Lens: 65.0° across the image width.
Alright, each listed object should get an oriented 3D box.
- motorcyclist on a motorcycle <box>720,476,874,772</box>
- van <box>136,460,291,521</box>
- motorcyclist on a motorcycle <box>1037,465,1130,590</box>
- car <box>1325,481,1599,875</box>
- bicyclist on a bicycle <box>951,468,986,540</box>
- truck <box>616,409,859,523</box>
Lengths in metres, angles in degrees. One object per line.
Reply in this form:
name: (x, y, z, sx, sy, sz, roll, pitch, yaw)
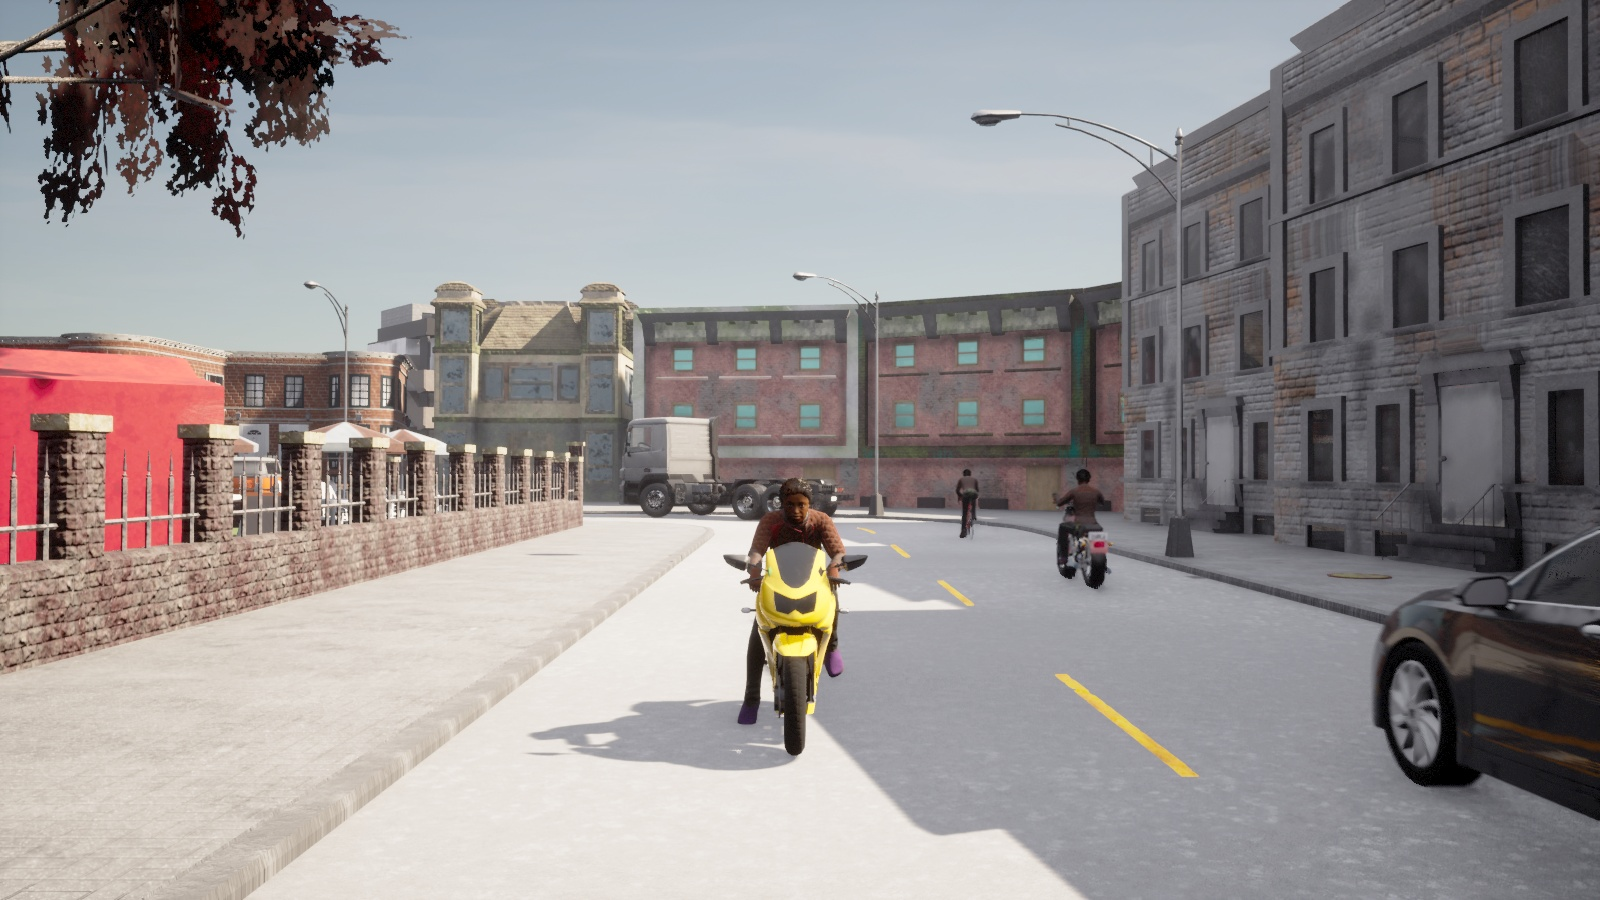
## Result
motorcyclist on a motorcycle: (-0.020, 0.923, 7.552, 0.797, 1.523, 2.044, 0, -1, 0)
van: (-19.921, 1.363, 42.747, 4.442, 1.987, 1.775, 0, -1, 0)
motorcyclist on a motorcycle: (3.953, 1.046, 17.730, 0.766, 1.649, 2.350, 0, -1, 0)
car: (3.987, 0.885, 4.856, 1.837, 1.490, 4.892, 0, -1, 0)
bicyclist on a bicycle: (3.923, 1.243, 29.314, 0.582, 1.620, 1.656, 0, -1, 0)
truck: (-2.181, 0.540, 41.610, 7.936, 3.462, 2.891, -1, -1, 35)
